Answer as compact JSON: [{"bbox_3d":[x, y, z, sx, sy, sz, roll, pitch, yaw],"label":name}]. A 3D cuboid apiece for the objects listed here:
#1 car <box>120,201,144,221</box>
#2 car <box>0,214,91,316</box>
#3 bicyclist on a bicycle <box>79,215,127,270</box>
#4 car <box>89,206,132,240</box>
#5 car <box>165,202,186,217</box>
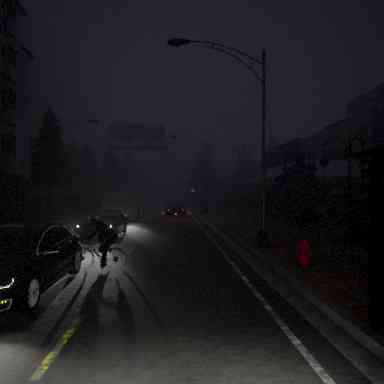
[{"bbox_3d":[-4.962,1.492,26.739,2.128,1.511,4.902,0,0,-3],"label":"car"},{"bbox_3d":[-3.944,1.505,7.646,1.837,1.490,4.892,0,0,-3],"label":"car"},{"bbox_3d":[-2.689,1.488,9.630,1.656,1.620,0.582,2,7,-2],"label":"bicyclist on a bicycle"},{"bbox_3d":[-4.450,1.601,16.893,1.895,1.301,4.718,0,0,-3],"label":"car"},{"bbox_3d":[-1.521,1.601,30.832,1.895,1.301,4.718,0,0,-3],"label":"car"}]
